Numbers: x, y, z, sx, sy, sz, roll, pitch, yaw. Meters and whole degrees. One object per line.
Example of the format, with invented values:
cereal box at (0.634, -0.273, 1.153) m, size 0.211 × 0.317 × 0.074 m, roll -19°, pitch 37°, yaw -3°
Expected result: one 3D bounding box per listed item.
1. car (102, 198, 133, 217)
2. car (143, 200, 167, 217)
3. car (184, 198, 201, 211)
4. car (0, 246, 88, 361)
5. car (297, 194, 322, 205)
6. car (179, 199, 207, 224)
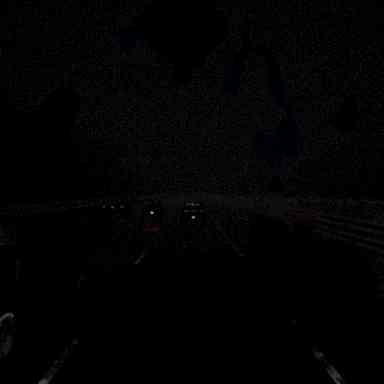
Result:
car at (-6.897, 1.355, 31.124) m, size 2.097 × 1.767 × 4.553 m, roll 0°, pitch 0°, yaw 0°
car at (-3.403, 1.507, 30.705) m, size 1.837 × 1.490 × 4.892 m, roll 0°, pitch 0°, yaw 0°
car at (0.106, 1.564, 42.666) m, size 2.033 × 1.411 × 5.357 m, roll 0°, pitch 0°, yaw 0°
car at (-3.400, 1.598, 5.825) m, size 1.895 × 1.301 × 4.718 m, roll 0°, pitch 0°, yaw 0°
car at (22.741, 1.444, 64.264) m, size 2.150 × 2.045 × 5.566 m, roll 0°, pitch 0°, yaw -20°
car at (0.104, 1.489, 24.815) m, size 2.128 × 1.511 × 4.902 m, roll 0°, pitch 0°, yaw 0°
